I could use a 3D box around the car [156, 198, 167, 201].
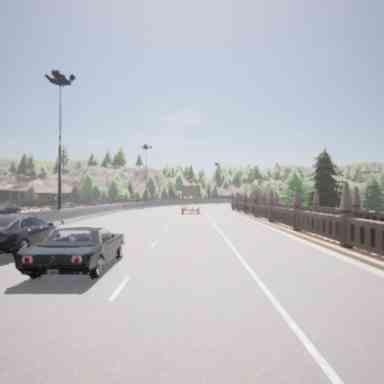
[{"bbox_3d":[-7.304,2.080,77.741,1.812,1.442,4.674,0,-1,19],"label":"car"}]

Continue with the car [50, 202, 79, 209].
[{"bbox_3d":[-14.051,1.882,36.794,2.128,1.511,4.902,0,-1,1],"label":"car"}]

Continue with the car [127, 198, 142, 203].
[{"bbox_3d":[-13.831,2.082,80.270,1.882,1.535,5.008,0,-1,19],"label":"car"}]

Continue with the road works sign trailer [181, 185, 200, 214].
[{"bbox_3d":[-0.143,0.907,41.883,2.380,3.560,2.880,0,-1,3],"label":"road works sign trailer"}]

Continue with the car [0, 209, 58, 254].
[{"bbox_3d":[-6.901,1.642,13.269,1.837,1.490,4.892,0,-1,0],"label":"car"}]

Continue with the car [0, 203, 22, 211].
[{"bbox_3d":[-21.049,1.925,37.556,1.812,1.442,4.674,0,-1,1],"label":"car"}]

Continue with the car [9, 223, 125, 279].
[{"bbox_3d":[-3.401,1.706,10.371,1.895,1.301,4.718,0,-1,0],"label":"car"}]

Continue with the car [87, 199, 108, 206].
[{"bbox_3d":[-16.282,1.974,57.435,2.097,1.767,4.553,0,-1,8],"label":"car"}]
